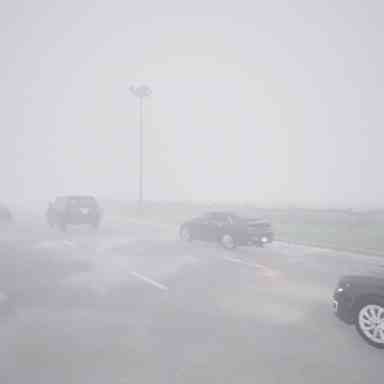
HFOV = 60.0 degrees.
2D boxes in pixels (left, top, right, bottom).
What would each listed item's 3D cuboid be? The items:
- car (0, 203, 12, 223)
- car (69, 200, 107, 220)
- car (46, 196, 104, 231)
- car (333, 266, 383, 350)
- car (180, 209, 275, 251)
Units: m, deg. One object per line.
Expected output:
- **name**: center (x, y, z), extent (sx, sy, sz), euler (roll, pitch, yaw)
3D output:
- **car**: center (-14.885, 1.549, 25.314), extent (1.812, 1.442, 4.674), euler (0, 0, -35)
- **car**: center (-9.374, 1.531, 29.661), extent (1.837, 1.490, 4.892), euler (0, 0, -35)
- **car**: center (-7.579, 1.240, 20.982), extent (2.150, 2.045, 5.566), euler (0, 0, -35)
- **car**: center (4.232, 1.508, 4.083), extent (1.837, 1.490, 4.892), euler (0, 0, -35)
- **car**: center (1.315, 1.518, 14.367), extent (1.837, 1.490, 4.892), euler (0, 0, -35)
